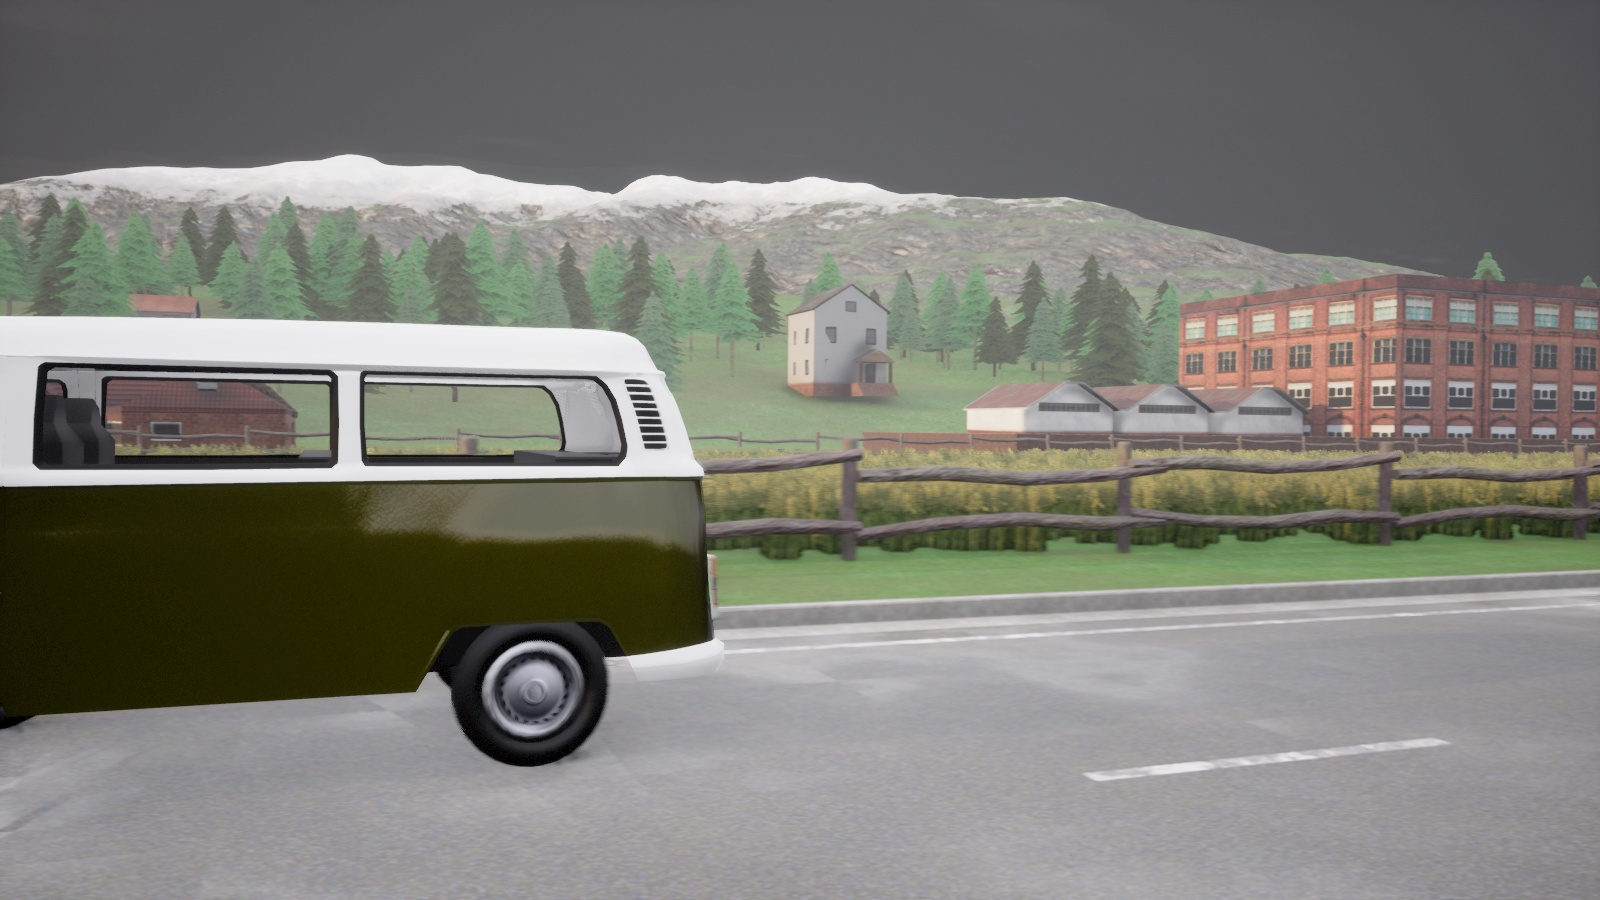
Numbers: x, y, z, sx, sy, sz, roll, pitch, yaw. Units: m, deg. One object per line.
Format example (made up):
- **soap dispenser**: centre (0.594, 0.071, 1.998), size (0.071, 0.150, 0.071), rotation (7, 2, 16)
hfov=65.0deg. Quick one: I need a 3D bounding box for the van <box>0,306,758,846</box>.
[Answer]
- **van**: centre (-2.667, 0.453, 5.967), size (4.480, 2.038, 2.069), rotation (-1, 1, -21)
